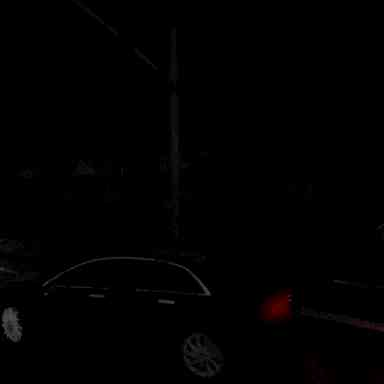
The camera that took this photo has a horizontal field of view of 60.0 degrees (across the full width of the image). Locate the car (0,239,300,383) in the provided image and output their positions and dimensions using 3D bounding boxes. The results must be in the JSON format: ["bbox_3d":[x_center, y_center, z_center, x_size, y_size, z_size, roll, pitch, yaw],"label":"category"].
[{"bbox_3d":[-0.904,1.539,5.174,4.892,1.490,1.837,-1,2,19],"label":"car"}]
